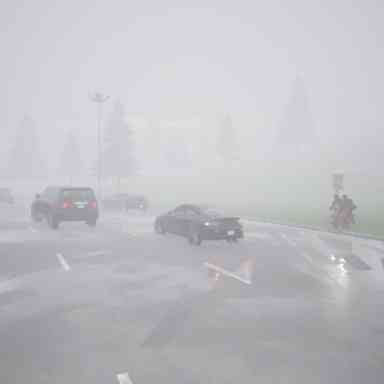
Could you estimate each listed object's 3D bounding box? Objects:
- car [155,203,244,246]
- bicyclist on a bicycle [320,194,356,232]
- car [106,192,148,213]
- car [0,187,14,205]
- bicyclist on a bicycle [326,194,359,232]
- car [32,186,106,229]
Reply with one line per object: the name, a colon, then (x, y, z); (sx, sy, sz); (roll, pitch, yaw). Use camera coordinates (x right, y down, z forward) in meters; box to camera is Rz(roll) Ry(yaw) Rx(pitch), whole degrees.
car: (0.142, 1.158, 13.291); (1.812, 1.442, 4.674); (0, 2, -31)
bicyclist on a bicycle: (6.679, 0.918, 15.155); (1.656, 1.620, 0.582); (-1, 2, -28)
car: (-5.452, 0.748, 26.426); (1.837, 1.490, 4.892); (0, 1, -44)
car: (-19.685, 0.347, 32.764); (4.553, 1.767, 2.097); (1, 2, 29)
bicyclist on a bicycle: (6.889, 0.929, 14.767); (1.656, 1.620, 0.582); (-1, 2, -28)
car: (-6.832, 0.699, 17.670); (2.150, 2.045, 5.566); (0, 2, -38)
